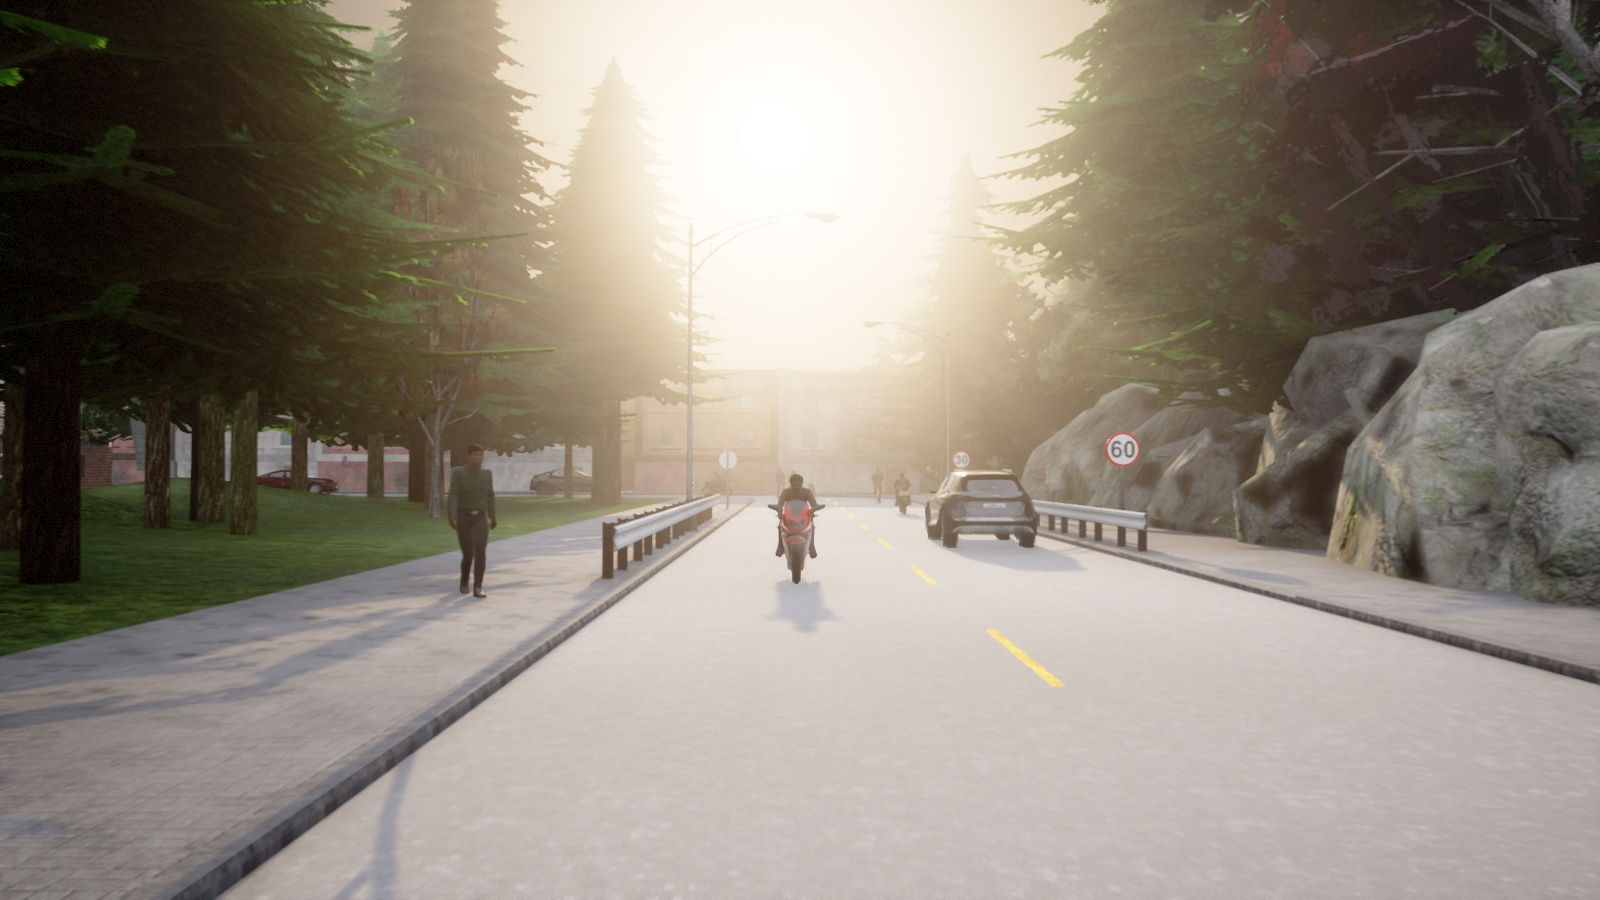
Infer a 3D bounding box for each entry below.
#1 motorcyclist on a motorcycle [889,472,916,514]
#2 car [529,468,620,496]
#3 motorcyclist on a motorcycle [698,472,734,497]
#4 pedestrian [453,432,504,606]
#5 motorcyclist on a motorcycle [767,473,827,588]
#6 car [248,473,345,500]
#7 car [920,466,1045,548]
[{"bbox_3d":[3.786,1.559,46.461,0.797,1.523,2.044,0,-1,0],"label":"motorcyclist on a motorcycle"},{"bbox_3d":[-13.358,1.894,74.505,5.027,1.651,2.152,0,-1,0],"label":"car"},{"bbox_3d":[-5.214,2.127,78.120,2.044,1.523,0.797,0,1,16],"label":"motorcyclist on a motorcycle"},{"bbox_3d":[-3.719,0.782,14.514,0.423,1.949,0.788,0,-1,-25],"label":"pedestrian"},{"bbox_3d":[-0.039,1.095,17.788,0.797,1.523,2.044,0,-1,0],"label":"motorcyclist on a motorcycle"},{"bbox_3d":[-29.850,2.158,74.488,5.008,1.535,1.882,0,-1,0],"label":"car"},{"bbox_3d":[3.910,1.193,27.742,2.033,1.649,4.856,0,-1,0],"label":"car"}]
